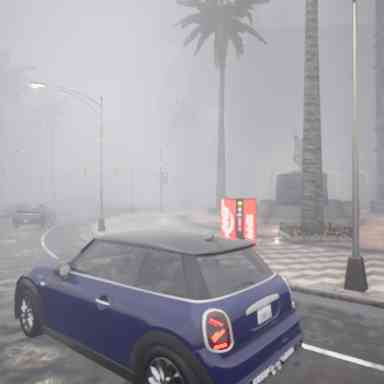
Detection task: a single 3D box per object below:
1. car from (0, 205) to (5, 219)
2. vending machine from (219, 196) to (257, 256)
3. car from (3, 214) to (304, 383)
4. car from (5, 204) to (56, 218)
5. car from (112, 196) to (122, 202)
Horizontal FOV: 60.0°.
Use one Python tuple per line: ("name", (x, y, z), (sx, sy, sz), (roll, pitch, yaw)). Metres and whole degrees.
("car", (-15.080, 1.678, 28.420), (1.994, 1.385, 4.181), (0, 0, 4))
("vending machine", (1.730, 1.222, 12.444), (1.100, 2.100, 0.880), (0, 0, -42))
("car", (-0.824, 1.367, 5.026), (4.553, 1.767, 2.097), (0, 0, 40))
("car", (-10.614, 1.580, 22.743), (2.128, 1.511, 4.902), (0, 0, -11))
("car", (-20.212, 1.798, 89.859), (2.161, 1.482, 4.786), (0, 0, 4))
